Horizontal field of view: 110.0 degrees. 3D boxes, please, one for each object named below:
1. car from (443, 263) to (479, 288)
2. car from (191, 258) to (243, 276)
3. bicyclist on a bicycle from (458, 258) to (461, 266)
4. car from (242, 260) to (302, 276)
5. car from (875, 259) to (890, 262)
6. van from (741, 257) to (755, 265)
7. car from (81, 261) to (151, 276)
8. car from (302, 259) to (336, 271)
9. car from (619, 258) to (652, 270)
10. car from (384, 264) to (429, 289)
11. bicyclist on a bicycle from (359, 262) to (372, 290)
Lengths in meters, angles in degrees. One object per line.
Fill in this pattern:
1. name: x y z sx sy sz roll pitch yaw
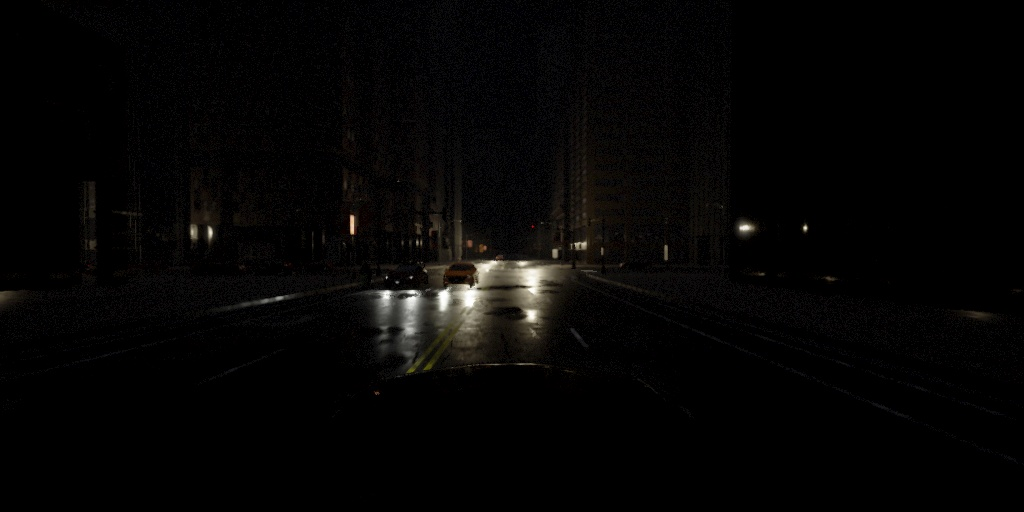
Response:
1. car: -3.300 1.186 23.802 1.882 1.535 5.008 0 0 0
2. car: -30.150 1.153 37.041 5.009 1.841 2.192 0 0 0
3. bicyclist on a bicycle: -8.744 1.087 59.515 0.582 1.620 1.656 0 0 0
4. car: -24.724 1.384 37.044 4.313 1.339 1.948 0 0 0
5. car: 43.841 1.115 40.012 4.097 1.591 1.967 0 0 0
6. van: 27.521 1.032 40.104 3.998 1.789 1.690 0 0 0
7. car: -40.831 1.403 37.036 4.829 1.417 1.751 0 0 0
8. car: -24.726 1.120 45.568 4.097 1.591 1.967 0 0 0
9. car: 16.685 1.006 48.690 4.097 1.591 1.967 0 0 0
10. car: -6.557 1.236 22.857 1.812 1.442 4.674 0 0 0
11. bicyclist on a bicycle: -8.748 1.167 21.493 0.582 1.620 1.656 0 0 0
